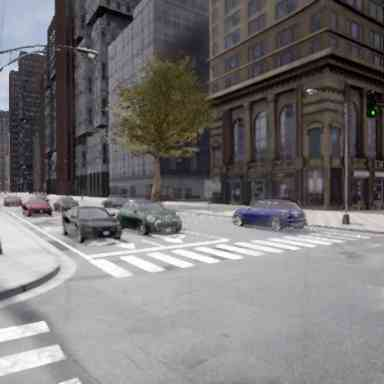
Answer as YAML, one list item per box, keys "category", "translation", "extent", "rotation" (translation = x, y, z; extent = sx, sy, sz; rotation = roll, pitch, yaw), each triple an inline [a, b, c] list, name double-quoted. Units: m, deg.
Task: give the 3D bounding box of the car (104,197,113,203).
- category: "car"
  translation: [-9.350, 1.249, 40.592]
  extent: [2.033, 1.411, 5.357]
  rotation: [-1, 1, -34]

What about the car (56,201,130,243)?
- category: "car"
  translation: [-5.011, 1.450, 16.305]
  extent: [1.882, 1.535, 5.008]
  rotation: [-1, 1, -33]

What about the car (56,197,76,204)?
- category: "car"
  translation: [-12.738, 1.294, 33.791]
  extent: [1.837, 1.490, 4.892]
  rotation: [-1, 1, -34]

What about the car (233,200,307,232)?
- category: "car"
  translation: [4.485, 1.255, 19.860]
  extent: [2.097, 1.767, 4.553]
  rotation: [-1, 1, -34]

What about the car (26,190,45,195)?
- category: "car"
  translation: [-21.950, 0.818, 47.758]
  extent: [2.097, 1.767, 4.553]
  rotation: [-1, 1, -34]

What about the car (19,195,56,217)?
- category: "car"
  translation: [-13.755, 1.321, 29.454]
  extent: [1.882, 1.535, 5.008]
  rotation: [-1, 1, -34]

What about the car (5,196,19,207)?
- category: "car"
  translation: [-24.633, 1.227, 45.928]
  extent: [1.812, 1.442, 4.674]
  rotation: [-1, 1, -34]

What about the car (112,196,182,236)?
- category: "car"
  translation: [-2.422, 1.294, 18.353]
  extent: [2.097, 1.767, 4.553]
  rotation: [-1, 1, -34]
